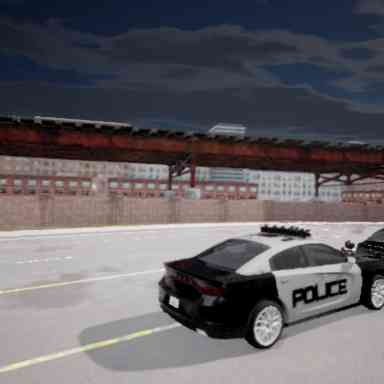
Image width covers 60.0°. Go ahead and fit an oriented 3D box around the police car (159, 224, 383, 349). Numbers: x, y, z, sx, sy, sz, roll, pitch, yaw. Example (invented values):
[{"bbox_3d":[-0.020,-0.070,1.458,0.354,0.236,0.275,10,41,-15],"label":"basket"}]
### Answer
[{"bbox_3d":[1.904,1.485,6.454,5.238,1.638,1.930,1,-1,-33],"label":"police car"}]
